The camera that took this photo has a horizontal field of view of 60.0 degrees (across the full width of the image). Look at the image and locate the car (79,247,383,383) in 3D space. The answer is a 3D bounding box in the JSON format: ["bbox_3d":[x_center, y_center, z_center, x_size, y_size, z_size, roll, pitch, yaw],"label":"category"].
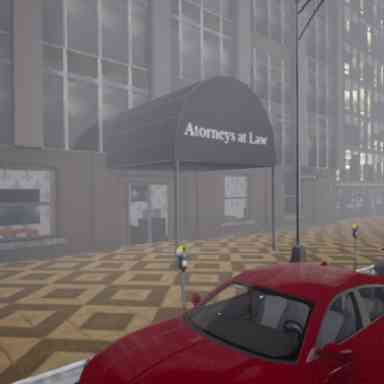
[{"bbox_3d":[1.053,1.544,3.615,4.507,1.381,1.887,0,-1,-39],"label":"car"}]
